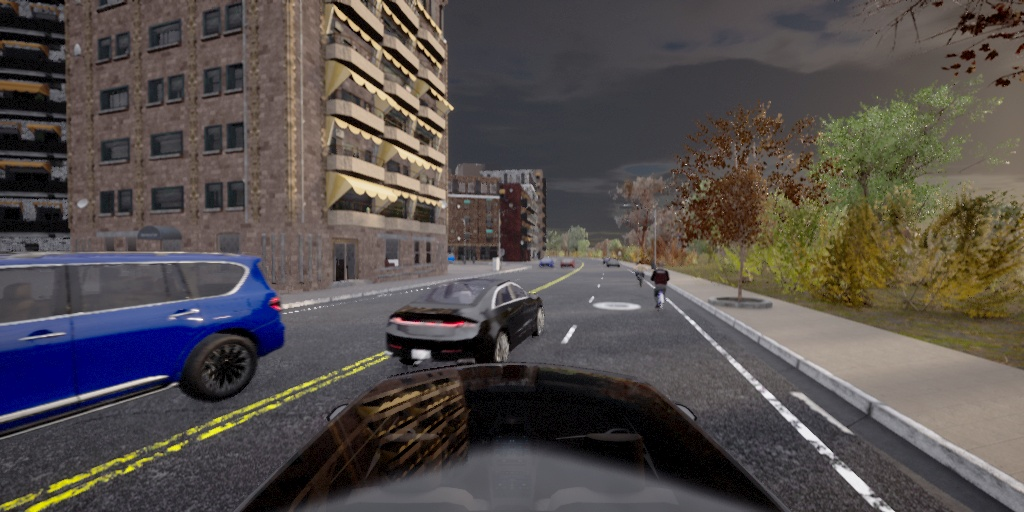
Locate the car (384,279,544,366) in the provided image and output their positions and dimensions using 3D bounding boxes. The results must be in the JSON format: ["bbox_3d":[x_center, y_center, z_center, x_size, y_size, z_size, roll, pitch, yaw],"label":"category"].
[{"bbox_3d":[-0.613,1.222,7.589,2.128,1.511,4.902,0,0,17],"label":"car"}]

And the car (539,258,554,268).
[{"bbox_3d":[5.277,1.039,54.050,1.882,1.535,5.008,0,0,13],"label":"car"}]

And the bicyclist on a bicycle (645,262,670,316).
[{"bbox_3d":[5.030,1.081,12.198,0.659,1.776,1.843,0,0,17],"label":"bicyclist on a bicycle"}]

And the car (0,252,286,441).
[{"bbox_3d":[-5.407,0.966,3.816,2.150,2.045,5.566,0,0,18],"label":"car"}]

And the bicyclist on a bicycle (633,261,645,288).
[{"bbox_3d":[7.922,1.110,22.172,0.866,1.612,1.509,0,0,16],"label":"bicyclist on a bicycle"}]

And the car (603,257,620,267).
[{"bbox_3d":[16.258,1.097,57.807,1.994,1.385,4.181,0,0,13],"label":"car"}]

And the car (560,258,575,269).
[{"bbox_3d":[8.127,1.042,52.111,1.882,1.535,5.008,0,0,14],"label":"car"}]
